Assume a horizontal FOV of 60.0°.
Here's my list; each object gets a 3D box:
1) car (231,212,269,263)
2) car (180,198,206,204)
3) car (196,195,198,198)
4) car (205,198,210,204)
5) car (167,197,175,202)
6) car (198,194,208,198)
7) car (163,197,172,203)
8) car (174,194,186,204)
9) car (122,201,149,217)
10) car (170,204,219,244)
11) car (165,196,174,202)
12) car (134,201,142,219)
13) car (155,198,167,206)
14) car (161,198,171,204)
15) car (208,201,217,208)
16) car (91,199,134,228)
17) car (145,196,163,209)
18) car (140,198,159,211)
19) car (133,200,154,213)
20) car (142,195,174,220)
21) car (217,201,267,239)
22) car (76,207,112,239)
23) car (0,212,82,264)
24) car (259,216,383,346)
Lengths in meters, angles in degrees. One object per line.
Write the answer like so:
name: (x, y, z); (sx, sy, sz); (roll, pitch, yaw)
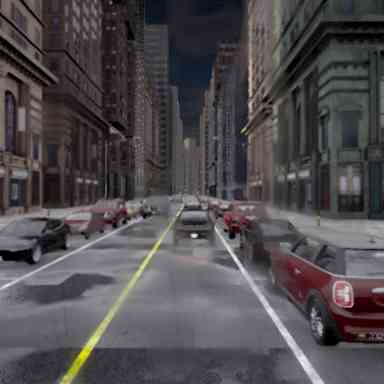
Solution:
car: (2.761, 1.618, 12.014); (1.947, 1.339, 4.313); (0, 0, 0)
car: (0.084, 1.620, 33.139); (1.882, 1.535, 5.008); (0, 0, 0)
car: (2.728, 1.916, 84.842); (1.887, 1.381, 4.507); (0, 0, 0)
car: (2.748, 1.717, 40.025); (1.887, 1.381, 4.507); (0, 0, 0)
car: (-5.799, 1.941, 90.431); (1.887, 1.381, 4.507); (0, 0, 0)
car: (2.736, 1.736, 68.036); (1.967, 1.590, 4.097); (0, 0, 0)
car: (-5.794, 1.871, 79.058); (1.752, 1.417, 4.829); (0, 0, 0)
car: (-3.031, 1.640, 71.155); (2.097, 1.767, 4.553); (0, 0, 0)
car: (-5.775, 1.699, 34.414); (2.008, 1.369, 4.403); (0, 0, 0)
car: (0.090, 1.575, 16.257); (1.837, 1.490, 4.892); (0, 0, 0)
car: (-5.796, 1.811, 84.830); (1.967, 1.590, 4.097); (0, 0, 0)
car: (-5.772, 1.649, 28.643); (1.752, 1.417, 4.829); (0, 0, 0)
car: (-5.787, 1.815, 62.423); (1.887, 1.381, 4.507); (0, 0, 0)
car: (-5.792, 1.903, 73.626); (1.802, 1.307, 4.206); (0, 0, 0)
car: (2.753, 1.675, 28.821); (2.008, 1.369, 4.403); (0, 0, 0)
car: (-5.769, 1.415, 23.211); (2.192, 1.841, 5.009); (0, 0, 0)
car: (-5.781, 1.536, 51.220); (2.192, 1.841, 5.009); (0, 0, 0)
car: (-5.779, 1.637, 45.618); (1.967, 1.590, 4.097); (0, 0, 0)
car: (-5.777, 1.739, 40.016); (1.947, 1.339, 4.313); (0, 0, 0)
car: (-3.112, 1.348, 30.102); (2.150, 2.045, 5.566); (0, 0, 0)
car: (2.759, 1.391, 17.617); (2.192, 1.841, 5.009); (0, 0, 0)
car: (-5.767, 1.658, 17.609); (1.802, 1.307, 4.206); (0, 0, 0)
car: (-5.765, 1.618, 12.007); (1.947, 1.339, 4.313); (0, 0, 0)
car: (2.764, 1.468, 6.413); (1.967, 1.590, 4.097); (0, 0, 0)
